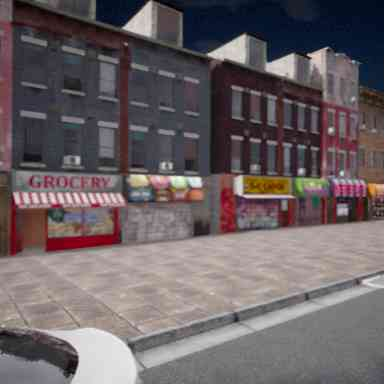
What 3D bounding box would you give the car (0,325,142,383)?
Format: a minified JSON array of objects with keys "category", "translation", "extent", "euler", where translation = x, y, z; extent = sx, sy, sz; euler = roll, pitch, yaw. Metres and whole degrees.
[{"category":"car","translation":[-2.365,1.522,1.387],"extent":[4.674,1.442,1.812],"euler":[0,0,-35]}]
